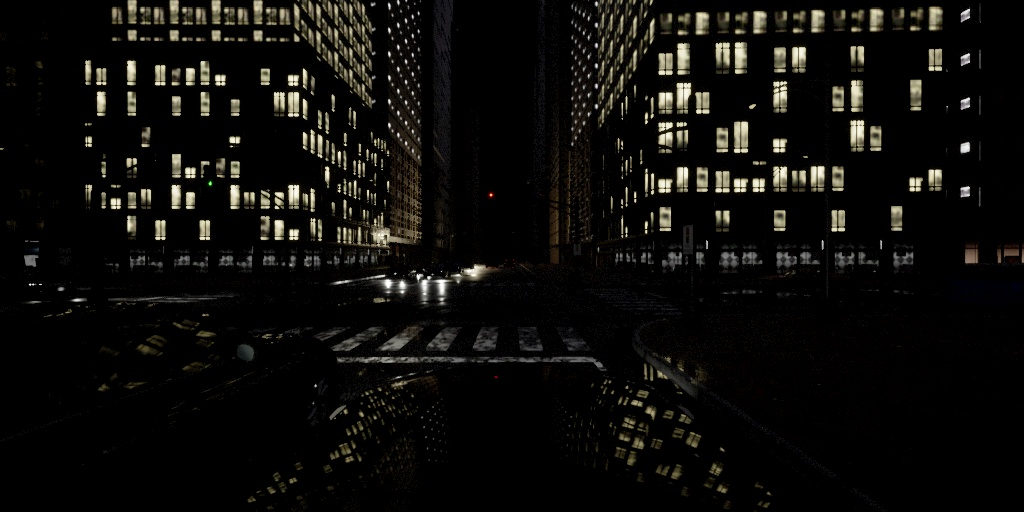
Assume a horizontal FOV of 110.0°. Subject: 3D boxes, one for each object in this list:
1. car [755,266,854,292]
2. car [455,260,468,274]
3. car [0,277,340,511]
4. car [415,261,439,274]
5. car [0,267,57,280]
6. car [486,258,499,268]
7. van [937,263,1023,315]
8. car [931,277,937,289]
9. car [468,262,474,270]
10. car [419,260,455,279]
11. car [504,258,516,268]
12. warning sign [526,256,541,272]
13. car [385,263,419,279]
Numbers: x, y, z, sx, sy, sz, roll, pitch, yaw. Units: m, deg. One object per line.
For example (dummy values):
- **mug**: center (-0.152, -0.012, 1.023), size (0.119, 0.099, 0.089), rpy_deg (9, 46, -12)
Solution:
- **car**: center (16.966, 1.293, 20.949), size (4.829, 1.417, 1.751), rpy_deg (0, 0, 2)
- **car**: center (-6.862, 1.277, 42.837), size (1.882, 1.535, 5.008), rpy_deg (0, 0, 0)
- **car**: center (-3.155, 1.102, 2.569), size (2.097, 1.767, 4.553), rpy_deg (0, 0, 0)
- **car**: center (-10.124, 1.363, 42.827), size (1.994, 1.385, 4.181), rpy_deg (0, 0, -2)
- **car**: center (-23.088, 1.250, 16.399), size (4.902, 1.511, 2.128), rpy_deg (0, 0, 0)
- **car**: center (-3.541, 1.214, 63.660), size (2.097, 1.767, 4.553), rpy_deg (0, 0, -1)
- **van**: center (18.289, 1.119, 12.786), size (3.998, 1.789, 1.690), rpy_deg (0, 0, 2)
- **car**: center (26.803, 1.357, 20.528), size (4.207, 1.307, 1.802), rpy_deg (0, 0, 2)
- **car**: center (-6.915, 1.394, 54.041), size (1.994, 1.385, 4.181), rpy_deg (0, 0, 1)
- **car**: center (-6.798, 1.305, 32.963), size (1.812, 1.442, 4.674), rpy_deg (0, 0, 0)
- **car**: center (-0.397, 1.426, 63.840), size (1.994, 1.385, 4.181), rpy_deg (0, 0, 0)
- **warning sign**: center (2.600, 0.910, 40.844), size (1.300, 1.860, 1.060), rpy_deg (0, 0, 0)
- **car**: center (-10.049, 1.343, 32.807), size (1.994, 1.385, 4.181), rpy_deg (0, 0, 0)
